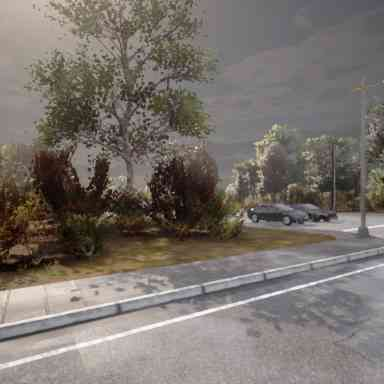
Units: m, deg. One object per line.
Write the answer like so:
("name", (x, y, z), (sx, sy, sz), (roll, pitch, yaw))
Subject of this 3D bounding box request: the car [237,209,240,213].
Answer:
("car", (2.369, 1.467, 34.912), (2.150, 2.045, 5.566), (0, -1, -43))

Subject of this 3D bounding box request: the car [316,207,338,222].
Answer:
("car", (9.000, 1.639, 27.173), (2.033, 1.411, 5.357), (0, -1, -39))

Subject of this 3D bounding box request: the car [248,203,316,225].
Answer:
("car", (6.343, 1.595, 24.846), (1.837, 1.490, 4.892), (0, -1, -39))
